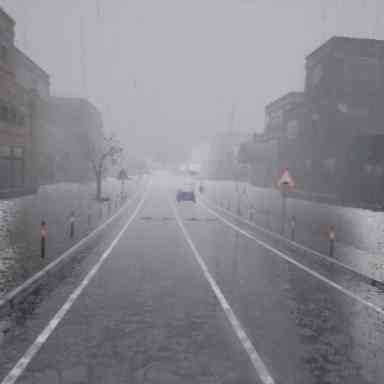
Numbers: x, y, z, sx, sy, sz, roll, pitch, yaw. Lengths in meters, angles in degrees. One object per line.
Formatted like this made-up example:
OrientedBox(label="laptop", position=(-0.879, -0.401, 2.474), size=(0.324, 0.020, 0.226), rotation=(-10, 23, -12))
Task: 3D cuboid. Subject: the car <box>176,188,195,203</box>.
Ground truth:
OrientedBox(label="car", position=(-0.748, 0.252, 36.560), size=(1.882, 1.535, 5.008), rotation=(2, 4, -6))
